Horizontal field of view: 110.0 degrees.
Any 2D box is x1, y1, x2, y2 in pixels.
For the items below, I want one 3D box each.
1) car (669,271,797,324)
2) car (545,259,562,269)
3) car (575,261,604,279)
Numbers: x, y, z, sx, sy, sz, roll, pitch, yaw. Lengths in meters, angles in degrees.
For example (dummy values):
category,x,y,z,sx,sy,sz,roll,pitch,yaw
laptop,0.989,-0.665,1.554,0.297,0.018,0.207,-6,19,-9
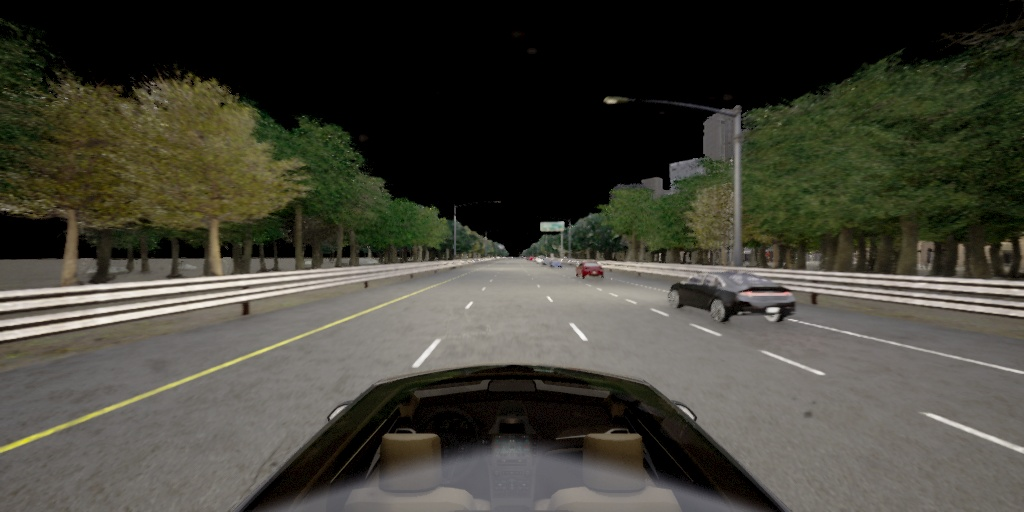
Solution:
category,x,y,z,sx,sy,sz,roll,pitch,yaw
car,7.005,1.249,12.050,2.128,1.511,4.902,0,0,0
car,7.182,1.352,60.043,2.033,1.411,5.357,0,0,0
car,7.052,1.258,33.050,1.882,1.535,5.008,0,0,0
